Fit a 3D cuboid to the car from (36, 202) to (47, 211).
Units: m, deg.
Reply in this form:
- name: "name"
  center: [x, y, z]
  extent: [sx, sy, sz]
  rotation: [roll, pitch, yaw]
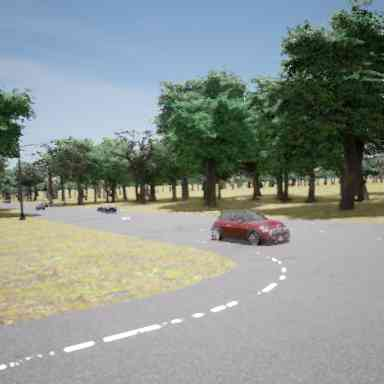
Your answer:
- name: "car"
  center: [-34.444, 3.547, 75.790]
  extent: [1.895, 1.301, 4.718]
  rotation: [-3, 1, -29]

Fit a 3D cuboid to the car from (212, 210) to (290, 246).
- name: "car"
  center: [3.116, 1.828, 18.442]
  extent: [2.097, 1.767, 4.553]
  rotation: [-4, 1, -36]

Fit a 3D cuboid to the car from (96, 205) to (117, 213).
- name: "car"
  center: [-14.067, 2.739, 54.508]
  extent: [1.895, 1.301, 4.718]
  rotation: [-3, 1, -36]
